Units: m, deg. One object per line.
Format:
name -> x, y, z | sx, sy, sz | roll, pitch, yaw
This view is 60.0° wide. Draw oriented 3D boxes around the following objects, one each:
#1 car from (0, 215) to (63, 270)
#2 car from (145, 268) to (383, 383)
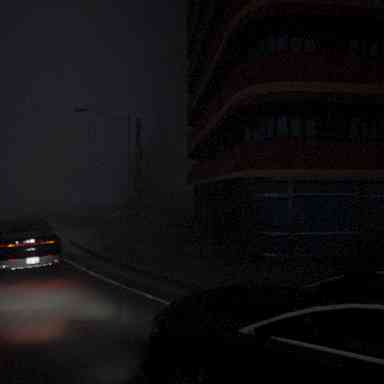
car -> -5.547, 1.506, 10.517 | 1.837, 1.490, 4.892 | 0, 0, -37
car -> 1.711, 1.490, 2.947 | 4.902, 1.511, 2.128 | 0, 0, 36
